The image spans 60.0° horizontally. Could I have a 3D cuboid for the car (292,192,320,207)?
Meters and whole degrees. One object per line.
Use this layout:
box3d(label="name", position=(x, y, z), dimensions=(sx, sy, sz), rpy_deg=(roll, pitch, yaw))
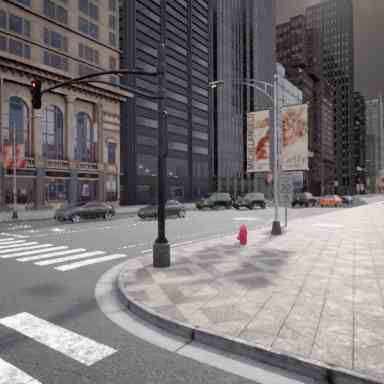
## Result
box3d(label="car", position=(15.956, 1.084, 47.321), dimensions=(2.150, 2.045, 5.566), rpy_deg=(-1, 0, 35))

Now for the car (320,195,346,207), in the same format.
box3d(label="car", position=(19.856, 1.188, 47.201), dimensions=(2.097, 1.767, 4.553), rpy_deg=(-1, 0, 36))

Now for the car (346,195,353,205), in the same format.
box3d(label="car", position=(25.240, 1.331, 54.767), dimensions=(1.837, 1.490, 4.892), rpy_deg=(-1, 0, 35))

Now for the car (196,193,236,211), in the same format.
box3d(label="car", position=(2.705, 1.162, 40.234), dimensions=(2.150, 2.045, 5.566), rpy_deg=(-1, 0, 36))

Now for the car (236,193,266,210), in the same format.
box3d(label="car", position=(7.130, 1.130, 40.840), dimensions=(2.150, 2.045, 5.566), rpy_deg=(-1, 0, 35))

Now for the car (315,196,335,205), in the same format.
box3d(label="car", position=(22.809, 1.398, 56.958), dimensions=(2.033, 1.411, 5.357), rpy_deg=(-1, 0, 35))

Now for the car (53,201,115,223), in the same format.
box3d(label="car", position=(-8.026, 1.489, 25.154), dimensions=(1.837, 1.490, 4.892), rpy_deg=(-1, -1, 35))

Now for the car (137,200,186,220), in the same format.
box3d(label="car", position=(-2.420, 1.452, 27.430), dimensions=(1.837, 1.490, 4.892), rpy_deg=(-1, 0, 35))
